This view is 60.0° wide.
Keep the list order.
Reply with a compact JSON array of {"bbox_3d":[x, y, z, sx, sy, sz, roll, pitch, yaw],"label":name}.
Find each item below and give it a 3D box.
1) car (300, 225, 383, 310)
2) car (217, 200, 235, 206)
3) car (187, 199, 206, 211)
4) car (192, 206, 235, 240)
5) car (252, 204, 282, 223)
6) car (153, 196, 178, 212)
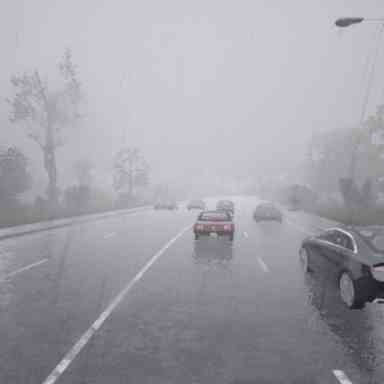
[{"bbox_3d":[3.954,1.505,7.748,2.128,1.511,4.902,0,0,3],"label":"car"},{"bbox_3d":[3.542,1.561,35.185,2.033,1.411,5.357,0,0,8],"label":"car"},{"bbox_3d":[0.597,1.549,40.525,2.033,1.411,5.357,0,0,9],"label":"car"},{"bbox_3d":[1.191,1.606,17.058,1.895,1.301,4.718,0,0,6],"label":"car"},{"bbox_3d":[5.790,1.586,25.897,1.994,1.385,4.181,0,0,7],"label":"car"},{"bbox_3d":[-3.095,1.338,39.465,2.097,1.767,4.553,0,0,9],"label":"car"}]
